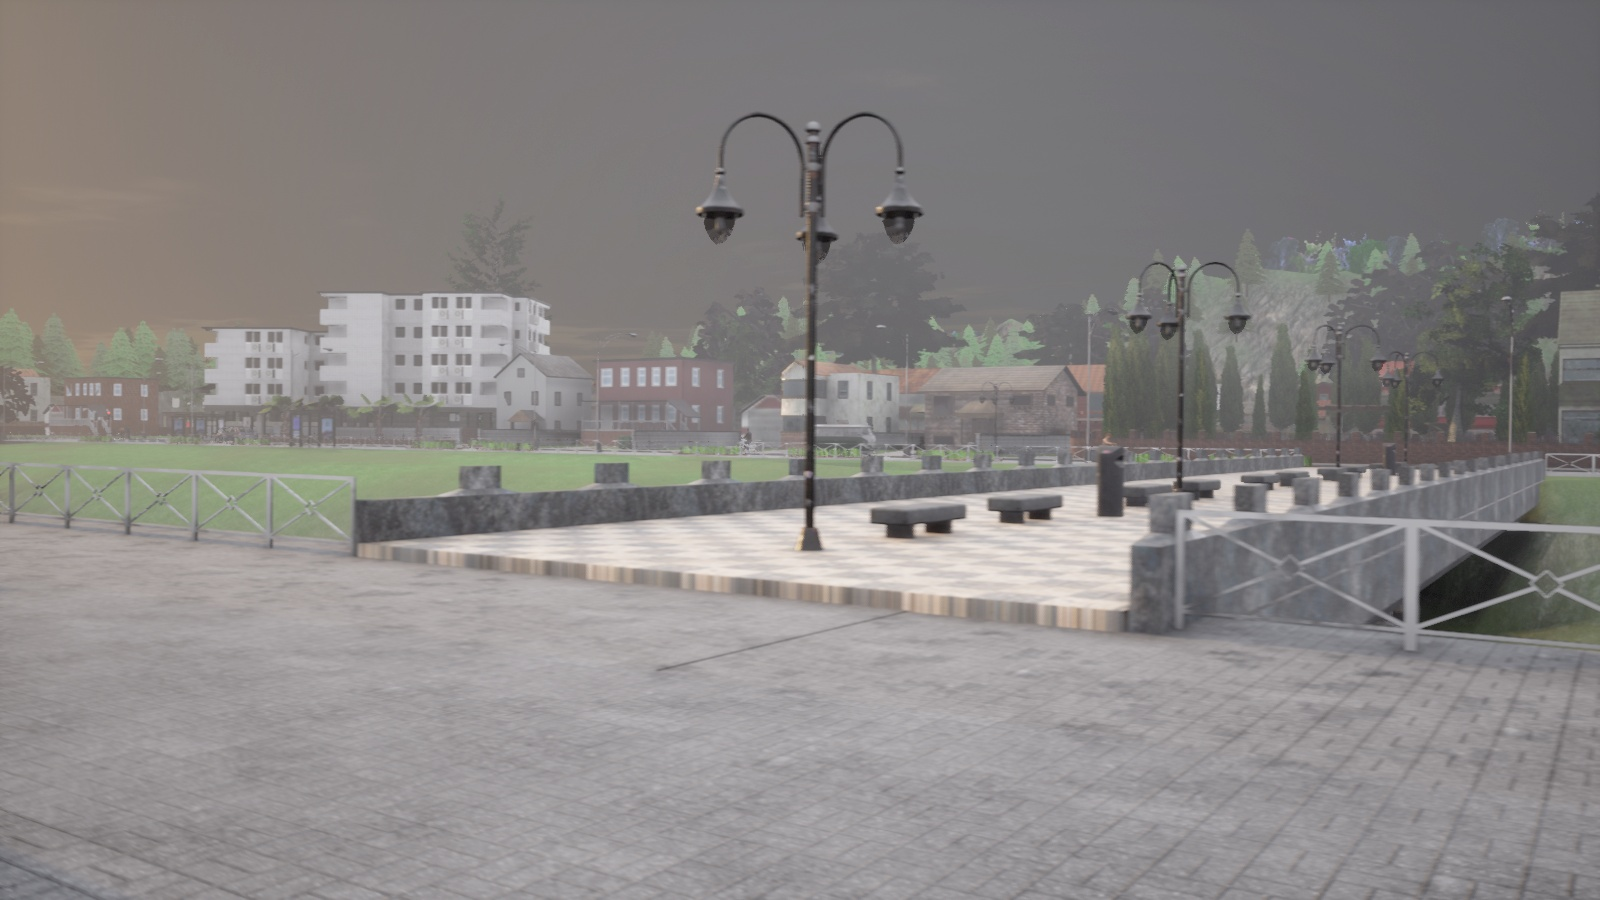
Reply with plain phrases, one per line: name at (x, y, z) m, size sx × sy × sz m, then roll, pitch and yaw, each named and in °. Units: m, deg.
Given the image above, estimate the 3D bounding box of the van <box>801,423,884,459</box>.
van at (2.428, -0.519, 71.854) m, size 4.442 × 1.987 × 1.775 m, roll 0°, pitch 1°, yaw 34°
